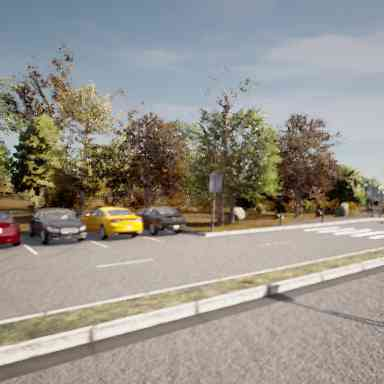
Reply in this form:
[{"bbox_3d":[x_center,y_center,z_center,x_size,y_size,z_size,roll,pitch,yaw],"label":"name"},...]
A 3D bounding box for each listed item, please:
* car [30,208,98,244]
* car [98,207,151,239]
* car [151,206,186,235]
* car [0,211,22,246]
[{"bbox_3d":[-6.715,1.557,16.450,2.231,1.521,4.892,0,0,-35],"label":"car"},{"bbox_3d":[-4.465,1.569,18.037,2.097,1.535,5.008,0,0,-35],"label":"car"},{"bbox_3d":[-2.220,1.581,19.633,2.231,1.521,4.892,0,0,-35],"label":"car"},{"bbox_3d":[-8.970,1.571,14.873,2.163,1.488,4.792,1,0,-35],"label":"car"}]
